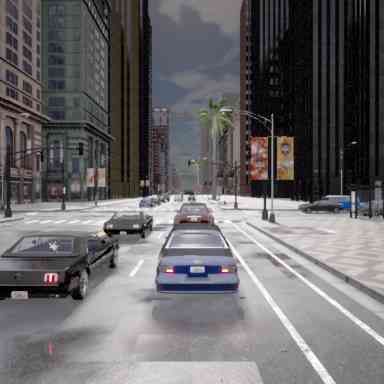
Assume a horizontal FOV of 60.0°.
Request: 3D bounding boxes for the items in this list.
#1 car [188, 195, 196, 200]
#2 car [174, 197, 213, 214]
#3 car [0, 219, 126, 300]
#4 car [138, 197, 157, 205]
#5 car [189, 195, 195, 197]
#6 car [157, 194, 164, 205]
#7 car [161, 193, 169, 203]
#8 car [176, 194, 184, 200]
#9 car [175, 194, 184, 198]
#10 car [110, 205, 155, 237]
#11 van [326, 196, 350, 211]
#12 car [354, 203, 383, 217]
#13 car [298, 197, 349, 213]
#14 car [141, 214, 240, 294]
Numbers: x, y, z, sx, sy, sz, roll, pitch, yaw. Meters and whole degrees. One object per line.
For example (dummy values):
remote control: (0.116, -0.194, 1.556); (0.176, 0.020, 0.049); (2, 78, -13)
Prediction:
car: (-0.031, 1.545, 91.458); (2.033, 1.411, 5.357); (0, 0, 0)
car: (0.114, 1.352, 18.392); (2.097, 1.767, 4.553); (0, 0, 0)
car: (-3.152, 1.601, 8.317); (1.895, 1.301, 4.718); (0, 0, 0)
car: (-6.601, 1.527, 48.907); (1.812, 1.442, 4.674); (0, 0, -1)
car: (-0.028, 1.529, 81.237); (1.812, 1.442, 4.674); (0, 0, 0)
car: (-6.606, 1.566, 58.913); (1.994, 1.385, 4.181); (0, 0, 0)
car: (-6.524, 1.481, 69.135); (1.882, 1.535, 5.008); (0, 0, 0)
car: (-3.281, 1.316, 90.387); (1.882, 1.535, 5.008); (0, 0, 0)
car: (-3.278, 1.521, 80.384); (1.812, 1.442, 4.674); (0, 0, 0)
car: (-3.160, 1.600, 17.486); (1.895, 1.301, 4.718); (0, 0, 0)
van: (17.054, 1.314, 38.121); (3.998, 1.788, 1.690); (0, 0, 0)
car: (17.061, 1.548, 29.596); (4.403, 1.369, 2.008); (0, 0, 0)
car: (13.726, 1.509, 35.454); (4.674, 1.442, 1.812); (0, 0, 2)
car: (0.099, 1.547, 8.945); (2.033, 1.411, 5.357); (0, 0, 0)
